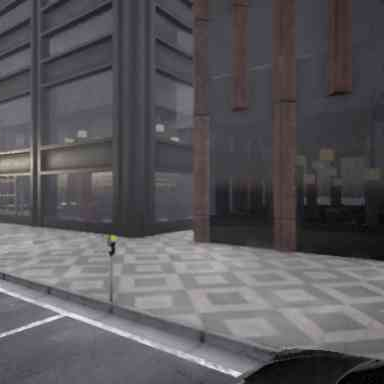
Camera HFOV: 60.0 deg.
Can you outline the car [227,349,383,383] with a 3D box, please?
[{"bbox_3d":[1.995,1.568,1.541,4.313,1.339,1.947,0,0,36],"label":"car"}]
